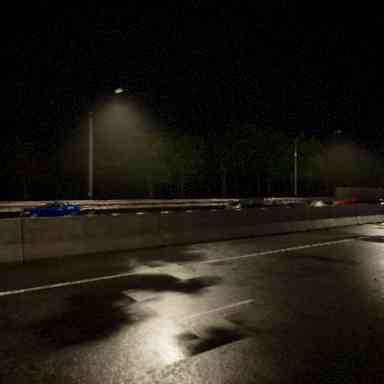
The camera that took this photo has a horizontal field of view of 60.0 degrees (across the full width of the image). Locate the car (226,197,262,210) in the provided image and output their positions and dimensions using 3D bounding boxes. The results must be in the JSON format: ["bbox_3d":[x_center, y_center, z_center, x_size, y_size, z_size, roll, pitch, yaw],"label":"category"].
[{"bbox_3d":[5.561,1.353,33.755,4.553,1.767,2.097,0,0,-35],"label":"car"}]

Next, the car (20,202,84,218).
[{"bbox_3d":[-10.947,1.525,26.279,4.674,1.442,1.812,0,0,-36],"label":"car"}]

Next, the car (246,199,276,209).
[{"bbox_3d":[7.439,1.564,30.797,4.181,1.385,1.994,0,0,-35],"label":"car"}]

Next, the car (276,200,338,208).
[{"bbox_3d":[9.789,1.492,28.175,4.902,1.511,2.128,0,0,-35],"label":"car"}]

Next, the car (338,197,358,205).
[{"bbox_3d":[23.489,1.541,50.788,4.674,1.442,1.812,0,0,-35],"label":"car"}]
